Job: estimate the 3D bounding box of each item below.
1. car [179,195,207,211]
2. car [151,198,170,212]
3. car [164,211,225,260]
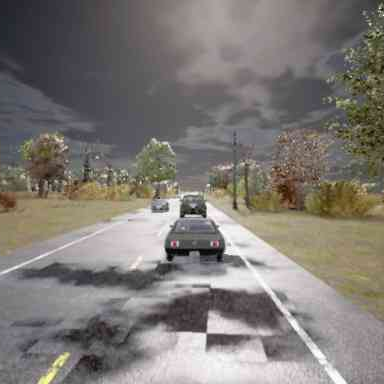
[{"bbox_3d":[0.095,1.222,28.257,2.150,2.045,5.566,0,0,0],"label":"car"},{"bbox_3d":[-3.591,1.488,38.287,2.128,1.511,4.902,0,0,0],"label":"car"},{"bbox_3d":[0.092,1.602,12.351,1.895,1.301,4.718,0,0,0],"label":"car"}]
